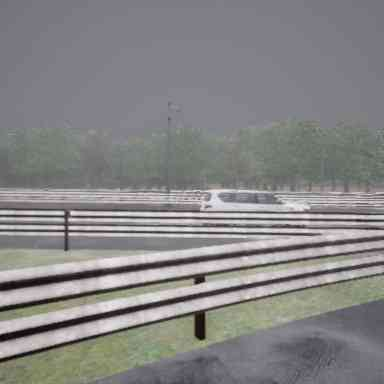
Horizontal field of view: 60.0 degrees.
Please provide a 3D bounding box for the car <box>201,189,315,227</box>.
[{"bbox_3d":[3.155,0.902,16.582,5.566,2.045,2.150,1,1,0],"label":"car"}]
